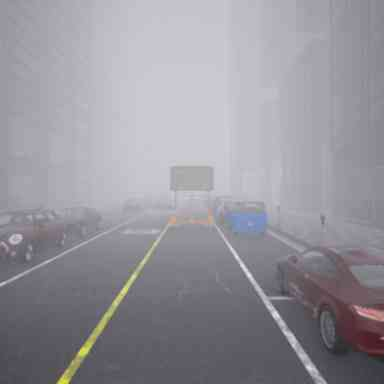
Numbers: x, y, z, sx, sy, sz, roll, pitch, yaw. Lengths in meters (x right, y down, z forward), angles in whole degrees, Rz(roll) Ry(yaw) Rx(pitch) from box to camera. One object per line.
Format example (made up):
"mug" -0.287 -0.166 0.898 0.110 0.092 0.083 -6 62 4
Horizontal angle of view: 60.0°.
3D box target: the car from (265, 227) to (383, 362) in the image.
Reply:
"car" 2.675 1.541 5.738 1.802 1.307 4.206 1 0 0

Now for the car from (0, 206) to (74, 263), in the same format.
"car" -5.849 1.359 11.357 1.967 1.590 4.097 1 0 0

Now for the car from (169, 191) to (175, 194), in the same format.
"car" -5.852 0.807 78.848 1.967 1.590 4.097 1 1 0

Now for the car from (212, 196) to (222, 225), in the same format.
"car" 2.676 1.275 22.610 1.967 1.590 4.097 1 0 0

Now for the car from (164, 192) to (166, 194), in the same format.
"car" -5.852 1.091 56.181 1.752 1.417 4.829 1 0 0

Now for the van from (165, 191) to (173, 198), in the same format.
"van" -5.851 0.657 84.472 1.690 1.788 3.998 1 1 0

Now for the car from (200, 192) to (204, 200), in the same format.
"car" 2.673 1.156 50.734 1.887 1.381 4.507 1 0 0

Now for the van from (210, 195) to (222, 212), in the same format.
"van" 2.676 1.133 28.234 1.690 1.788 3.998 1 0 0

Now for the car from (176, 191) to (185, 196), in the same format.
"car" -3.005 0.353 79.464 2.150 2.045 5.566 0 1 0

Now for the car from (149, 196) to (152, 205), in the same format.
"car" -5.852 1.208 45.103 2.008 1.369 4.403 1 0 0

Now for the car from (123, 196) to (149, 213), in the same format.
"car" -5.851 1.292 33.855 1.887 1.381 4.507 1 0 0

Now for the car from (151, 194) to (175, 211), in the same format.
"car" -3.096 1.248 37.062 1.812 1.442 4.674 0 0 0

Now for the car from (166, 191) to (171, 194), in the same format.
"car" -5.853 1.050 67.601 1.802 1.307 4.206 1 0 0

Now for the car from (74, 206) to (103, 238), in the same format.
"car" -5.851 1.422 16.982 1.887 1.381 4.507 1 0 0

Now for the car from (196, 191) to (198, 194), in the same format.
"car" 2.672 0.810 90.105 1.887 1.381 4.507 1 1 0

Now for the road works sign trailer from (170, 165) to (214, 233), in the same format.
"road works sign trailer" -0.001 0.331 18.438 2.380 3.560 2.880 0 0 0

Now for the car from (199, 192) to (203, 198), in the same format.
"car" 2.673 1.109 56.357 1.887 1.381 4.507 1 0 0

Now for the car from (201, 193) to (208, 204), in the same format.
"car" 2.674 1.208 45.109 2.008 1.369 4.403 1 0 0

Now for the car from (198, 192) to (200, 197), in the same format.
"car" 2.673 1.061 61.982 1.887 1.381 4.507 1 0 0

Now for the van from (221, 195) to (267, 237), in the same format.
"van" 2.677 1.218 16.984 1.690 1.788 3.998 1 0 0

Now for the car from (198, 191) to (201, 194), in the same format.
"car" 2.673 1.012 67.607 1.887 1.381 4.507 1 1 0

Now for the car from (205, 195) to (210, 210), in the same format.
"car" 2.674 1.298 33.860 2.008 1.369 4.403 1 0 0
